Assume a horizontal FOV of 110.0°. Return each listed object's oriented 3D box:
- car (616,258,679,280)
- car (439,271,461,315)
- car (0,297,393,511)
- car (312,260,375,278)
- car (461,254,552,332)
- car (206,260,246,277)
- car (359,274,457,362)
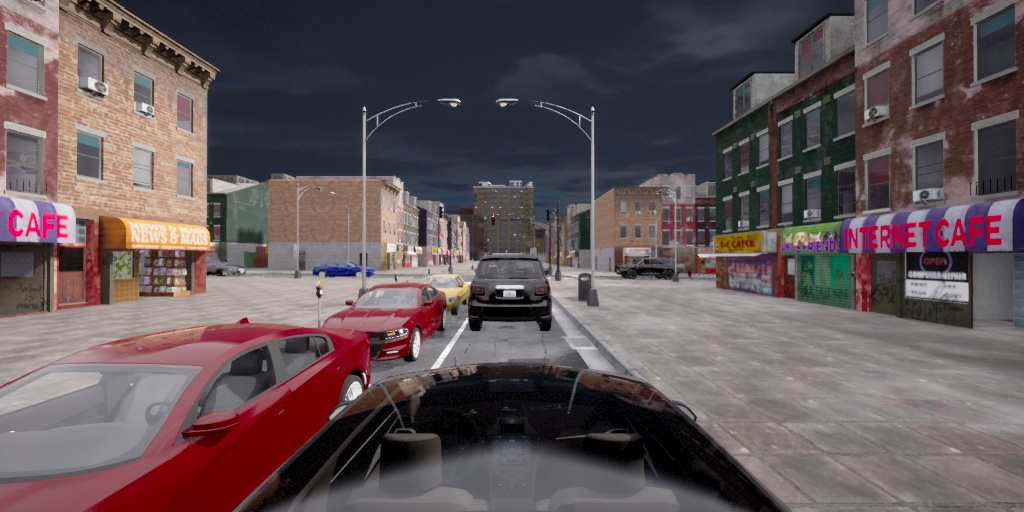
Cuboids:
[{"bbox_3d":[12.817,1.170,33.934,5.566,2.045,2.150,1,0,0],"label":"car"},{"bbox_3d":[-2.637,1.283,13.579,1.751,1.417,4.829,0,0,0],"label":"car"},{"bbox_3d":[-2.637,1.295,2.761,1.888,1.381,4.507,0,0,0],"label":"car"},{"bbox_3d":[-14.385,1.156,30.837,5.008,1.535,1.882,0,0,-2],"label":"car"},{"bbox_3d":[-0.028,0.976,11.076,2.150,2.045,5.566,0,0,1],"label":"car"},{"bbox_3d":[-25.613,1.092,30.783,4.902,1.511,2.128,0,0,0],"label":"car"},{"bbox_3d":[-2.637,1.298,8.255,1.888,1.381,4.507,0,0,0],"label":"car"}]
